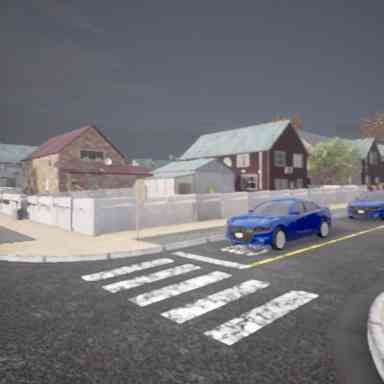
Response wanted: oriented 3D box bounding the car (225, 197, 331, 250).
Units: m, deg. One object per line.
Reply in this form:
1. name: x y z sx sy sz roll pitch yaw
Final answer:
1. car: 3.257 0.990 12.082 5.008 1.535 1.882 -3 2 -44

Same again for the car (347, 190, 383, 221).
1. car: 10.544 0.664 18.822 5.008 1.535 1.882 -3 2 -42
